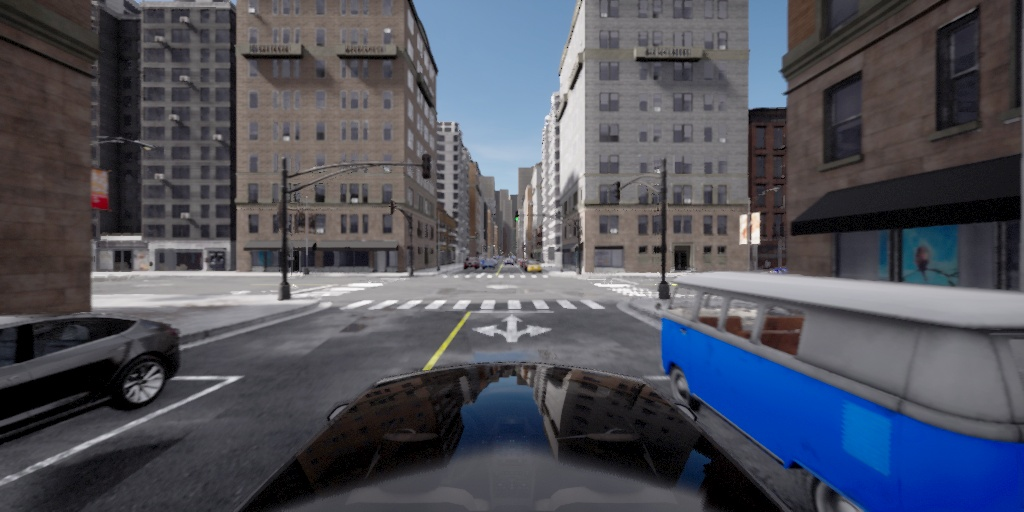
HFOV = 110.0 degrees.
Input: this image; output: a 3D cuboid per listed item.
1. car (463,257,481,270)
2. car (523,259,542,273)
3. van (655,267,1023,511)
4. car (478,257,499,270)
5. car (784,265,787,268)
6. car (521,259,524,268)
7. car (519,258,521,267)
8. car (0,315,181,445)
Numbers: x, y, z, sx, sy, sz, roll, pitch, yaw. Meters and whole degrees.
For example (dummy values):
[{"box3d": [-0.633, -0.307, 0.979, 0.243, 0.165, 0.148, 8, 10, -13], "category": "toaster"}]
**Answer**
[{"box3d": [-6.032, 1.062, 53.585, 2.192, 1.841, 5.009, 0, 0, -1], "category": "car"}, {"box3d": [2.643, 1.277, 42.822, 1.751, 1.417, 4.829, 0, 0, -1], "category": "car"}, {"box3d": [2.857, 1.091, 3.463, 1.690, 1.789, 3.998, 0, 0, 0], "category": "van"}, {"box3d": [-3.408, 1.296, 53.131, 2.033, 1.411, 5.357, 0, 0, 0], "category": "car"}, {"box3d": [24.209, 1.263, 30.210, 4.674, 1.442, 1.812, 0, 0, -1], "category": "car"}, {"box3d": [2.569, 1.190, 48.177, 1.967, 1.591, 4.097, 0, 0, -1], "category": "car"}, {"box3d": [2.492, 1.299, 53.703, 2.007, 1.370, 4.403, 0, 0, -1], "category": "car"}, {"box3d": [-5.668, 1.316, 3.452, 1.948, 1.339, 4.313, 0, 0, 0], "category": "car"}]
